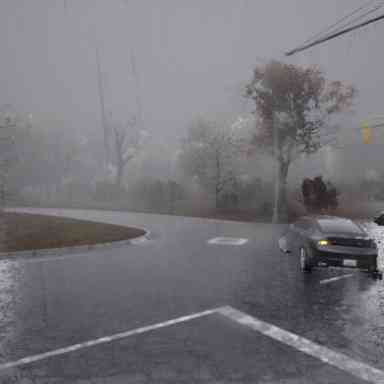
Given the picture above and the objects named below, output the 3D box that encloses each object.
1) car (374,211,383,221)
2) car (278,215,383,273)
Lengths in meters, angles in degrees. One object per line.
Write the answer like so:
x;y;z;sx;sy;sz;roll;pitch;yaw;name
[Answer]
14.732;1.589;23.023;5.357;1.411;2.033;0;0;-35;car
4.176;1.522;10.747;1.837;1.490;4.892;4;0;5;car
